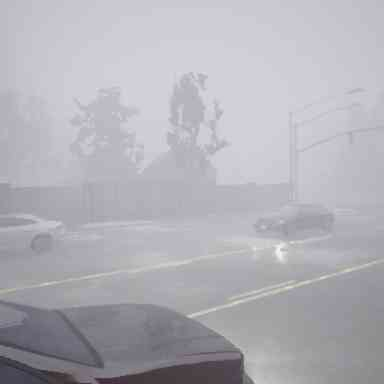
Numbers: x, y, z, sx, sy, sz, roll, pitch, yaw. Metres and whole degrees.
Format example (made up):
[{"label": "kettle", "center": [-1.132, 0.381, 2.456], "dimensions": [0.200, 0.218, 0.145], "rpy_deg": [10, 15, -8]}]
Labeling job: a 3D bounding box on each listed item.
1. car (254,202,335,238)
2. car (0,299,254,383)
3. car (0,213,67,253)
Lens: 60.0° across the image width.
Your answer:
[{"label": "car", "center": [5.087, 1.259, 16.211], "dimensions": [4.674, 1.442, 1.812], "rpy_deg": [-1, 1, -35]}, {"label": "car", "center": [-2.041, 1.554, 2.279], "dimensions": [5.357, 1.411, 2.033], "rpy_deg": [-1, 1, -36]}, {"label": "car", "center": [-6.953, 1.506, 11.929], "dimensions": [4.674, 1.442, 1.812], "rpy_deg": [-1, 1, -36]}]
